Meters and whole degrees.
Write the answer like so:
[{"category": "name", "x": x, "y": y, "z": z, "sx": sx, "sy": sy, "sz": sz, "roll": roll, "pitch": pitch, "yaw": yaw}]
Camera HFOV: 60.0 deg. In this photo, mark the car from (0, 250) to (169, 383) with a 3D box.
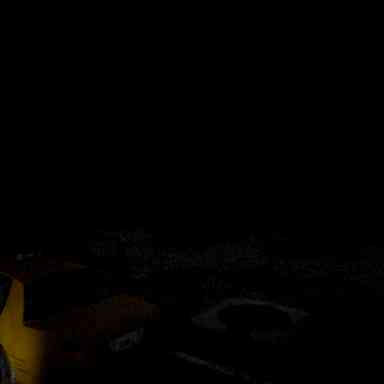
[{"category": "car", "x": -2.538, "y": 1.536, "z": 4.900, "sx": 4.829, "sy": 1.417, "sz": 1.752, "roll": 0, "pitch": 0, "yaw": 37}]
